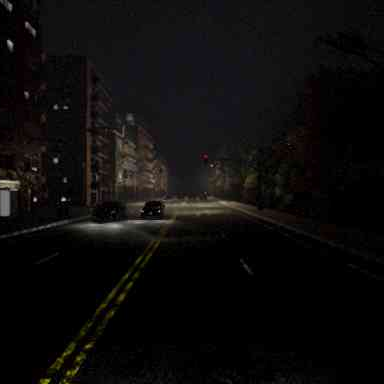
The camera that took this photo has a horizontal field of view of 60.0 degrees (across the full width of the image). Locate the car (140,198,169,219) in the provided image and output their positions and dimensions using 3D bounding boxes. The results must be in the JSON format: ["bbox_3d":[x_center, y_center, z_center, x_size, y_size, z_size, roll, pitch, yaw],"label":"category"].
[{"bbox_3d":[-3.320,1.503,29.031,1.837,1.490,4.892,0,0,0],"label":"car"}]

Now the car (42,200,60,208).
[{"bbox_3d":[-22.790,1.844,52.016,4.206,1.307,1.802,-1,1,-1],"label":"car"}]

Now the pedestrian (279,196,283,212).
[{"bbox_3d":[10.010,1.327,37.599,0.375,1.860,0.375,0,0,0],"label":"pedestrian"}]

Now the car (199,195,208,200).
[{"bbox_3d":[3.249,1.498,91.896,1.837,1.490,4.892,0,0,0],"label":"car"}]

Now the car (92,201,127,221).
[{"bbox_3d":[-6.580,1.474,26.965,1.882,1.535,5.008,0,0,0],"label":"car"}]

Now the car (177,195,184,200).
[{"bbox_3d":[-3.251,1.496,93.579,1.882,1.535,5.008,0,0,0],"label":"car"}]

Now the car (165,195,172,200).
[{"bbox_3d":[-6.501,1.558,93.579,2.033,1.411,5.357,0,0,0],"label":"car"}]

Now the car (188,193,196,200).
[{"bbox_3d":[-0.001,1.221,91.511,2.150,2.045,5.566,0,0,0],"label":"car"}]

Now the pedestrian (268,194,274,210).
[{"bbox_3d":[8.930,1.138,36.999,0.375,1.860,0.375,0,0,0],"label":"pedestrian"}]

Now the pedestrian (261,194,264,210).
[{"bbox_3d":[8.009,1.139,38.199,0.375,1.860,0.375,0,0,0],"label":"pedestrian"}]
